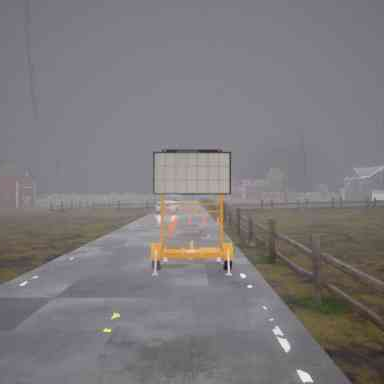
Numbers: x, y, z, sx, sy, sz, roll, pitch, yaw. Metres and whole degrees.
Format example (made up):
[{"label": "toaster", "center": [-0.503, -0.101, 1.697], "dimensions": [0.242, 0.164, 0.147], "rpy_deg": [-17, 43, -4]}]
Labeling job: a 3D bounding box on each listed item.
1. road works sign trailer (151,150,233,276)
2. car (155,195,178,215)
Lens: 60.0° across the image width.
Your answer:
[{"label": "road works sign trailer", "center": [0.003, 0.481, 10.425], "dimensions": [2.380, 3.560, 2.880], "rpy_deg": [0, 0, 0]}, {"label": "car", "center": [-2.739, 1.371, 36.844], "dimensions": [2.150, 2.045, 5.566], "rpy_deg": [0, 0, 0]}]
